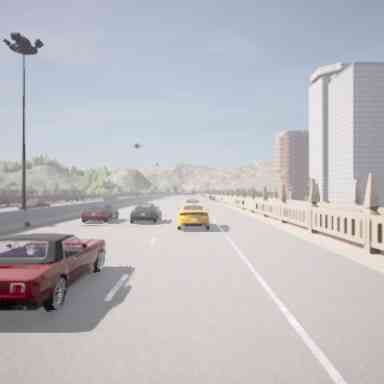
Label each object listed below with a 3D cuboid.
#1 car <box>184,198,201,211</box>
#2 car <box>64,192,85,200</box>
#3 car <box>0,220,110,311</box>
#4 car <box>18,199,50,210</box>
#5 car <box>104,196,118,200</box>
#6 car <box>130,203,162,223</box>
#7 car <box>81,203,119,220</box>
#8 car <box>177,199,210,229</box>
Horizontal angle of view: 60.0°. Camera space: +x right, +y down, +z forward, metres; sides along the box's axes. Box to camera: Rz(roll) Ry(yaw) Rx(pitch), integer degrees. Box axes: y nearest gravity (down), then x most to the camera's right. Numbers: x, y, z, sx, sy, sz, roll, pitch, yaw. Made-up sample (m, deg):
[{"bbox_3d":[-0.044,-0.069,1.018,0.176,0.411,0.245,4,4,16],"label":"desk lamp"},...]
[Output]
[{"bbox_3d":[0.079,1.529,40.833,1.994,1.385,4.181,0,0,0],"label":"car"},{"bbox_3d":[-21.029,0.809,59.748,2.150,2.045,5.566,0,0,0],"label":"car"},{"bbox_3d":[-3.405,1.584,7.631,1.895,1.301,4.718,0,0,0],"label":"car"},{"bbox_3d":[-17.578,1.490,37.194,1.812,1.442,4.674,0,0,0],"label":"car"},{"bbox_3d":[-14.028,1.469,57.732,1.837,1.490,4.892,0,0,0],"label":"car"},{"bbox_3d":[-3.412,1.529,25.156,1.994,1.385,4.181,0,0,0],"label":"car"},{"bbox_3d":[-6.913,1.530,25.409,1.994,1.385,4.181,0,0,0],"label":"car"},{"bbox_3d":[0.089,1.444,21.156,1.882,1.535,5.008,0,0,0],"label":"car"}]
